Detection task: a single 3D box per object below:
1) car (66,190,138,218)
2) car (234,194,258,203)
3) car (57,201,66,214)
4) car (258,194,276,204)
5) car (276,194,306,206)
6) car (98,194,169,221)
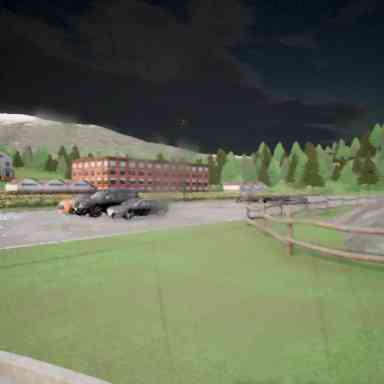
[{"bbox_3d":[-6.522,0.858,26.006,2.150,2.045,5.566,1,1,42],"label":"car"},{"bbox_3d":[7.780,0.926,46.972,1.994,1.385,4.181,1,1,43],"label":"car"},{"bbox_3d":[-9.095,0.954,28.379,2.097,1.767,4.553,1,1,42],"label":"car"},{"bbox_3d":[11.563,0.980,45.910,1.895,1.301,4.718,1,1,43],"label":"car"},{"bbox_3d":[12.993,0.994,42.302,1.994,1.385,4.181,1,1,43],"label":"car"},{"bbox_3d":[-3.802,1.160,23.800,2.128,1.511,4.902,1,1,42],"label":"car"}]
